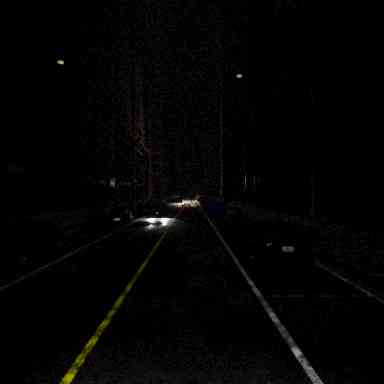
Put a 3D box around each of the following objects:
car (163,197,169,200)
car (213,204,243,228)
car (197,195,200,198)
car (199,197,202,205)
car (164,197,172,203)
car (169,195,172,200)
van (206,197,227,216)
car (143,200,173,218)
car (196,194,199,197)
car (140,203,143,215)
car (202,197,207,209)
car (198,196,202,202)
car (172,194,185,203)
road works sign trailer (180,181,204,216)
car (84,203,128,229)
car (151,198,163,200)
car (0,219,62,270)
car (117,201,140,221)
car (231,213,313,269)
[{"bbox_3d":[-5.950,1.832,61.879,2.008,1.369,4.403,1,0,0],"label":"car"},{"bbox_3d":[2.638,1.697,22.525,1.802,1.307,4.206,1,0,0],"label":"car"},{"bbox_3d":[2.558,1.867,73.147,1.887,1.381,4.507,1,0,0],"label":"car"},{"bbox_3d":[2.594,1.789,50.649,2.008,1.369,4.403,1,0,0],"label":"car"},{"bbox_3d":[-5.986,1.941,84.377,1.802,1.307,4.206,1,0,0],"label":"car"},{"bbox_3d":[-5.968,1.847,72.958,1.752,1.417,4.829,1,0,0],"label":"car"},{"bbox_3d":[2.623,1.508,33.775,1.690,1.788,3.998,1,0,0],"label":"van"},{"bbox_3d":[-3.149,1.722,31.894,1.994,1.385,4.181,0,0,0],"label":"car"},{"bbox_3d":[2.540,1.905,84.397,1.887,1.381,4.507,1,0,0],"label":"car"},{"bbox_3d":[-5.905,1.710,33.757,1.887,1.381,4.507,1,0,0],"label":"car"},{"bbox_3d":[2.613,1.632,39.399,1.967,1.590,4.097,1,0,0],"label":"car"},{"bbox_3d":[2.576,1.833,61.898,2.008,1.369,4.403,1,0,0],"label":"car"},{"bbox_3d":[-3.119,1.784,73.366,2.033,1.411,5.357,0,0,0],"label":"car"},{"bbox_3d":[-0.057,0.637,35.235,2.380,3.560,2.880,0,0,0],"label":"road works sign trailer"},{"bbox_3d":[-5.887,1.658,22.508,1.887,1.381,4.507,1,0,0],"label":"car"},{"bbox_3d":[-5.931,1.782,50.631,1.887,1.381,4.507,1,0,0],"label":"car"},{"bbox_3d":[-5.869,1.624,11.258,1.947,1.339,4.313,1,0,0],"label":"car"},{"bbox_3d":[-5.895,1.580,28.133,1.967,1.590,4.097,1,0,0],"label":"car"},{"bbox_3d":[2.657,1.625,11.275,1.947,1.339,4.313,1,0,0],"label":"car"}]
